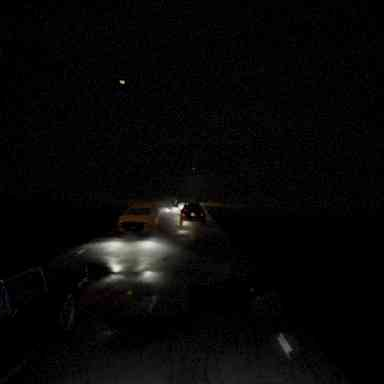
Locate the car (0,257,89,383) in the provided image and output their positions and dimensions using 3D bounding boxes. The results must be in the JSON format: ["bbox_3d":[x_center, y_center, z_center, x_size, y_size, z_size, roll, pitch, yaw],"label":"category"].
[{"bbox_3d":[-2.857,1.597,3.981,1.895,1.301,4.718,0,0,0],"label":"car"}]

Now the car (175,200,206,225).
[{"bbox_3d":[0.039,1.548,24.294,2.033,1.411,5.357,0,0,0],"label":"car"}]

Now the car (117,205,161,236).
[{"bbox_3d":[-2.872,1.472,18.715,1.882,1.535,5.008,0,0,0],"label":"car"}]

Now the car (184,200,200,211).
[{"bbox_3d":[-0.004,1.656,42.310,1.895,1.301,4.718,0,0,0],"label":"car"}]

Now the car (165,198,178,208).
[{"bbox_3d":[-2.955,1.577,49.060,2.128,1.511,4.902,0,0,0],"label":"car"}]
